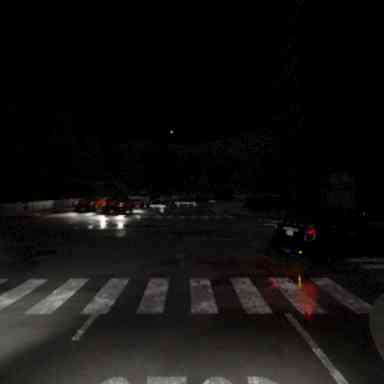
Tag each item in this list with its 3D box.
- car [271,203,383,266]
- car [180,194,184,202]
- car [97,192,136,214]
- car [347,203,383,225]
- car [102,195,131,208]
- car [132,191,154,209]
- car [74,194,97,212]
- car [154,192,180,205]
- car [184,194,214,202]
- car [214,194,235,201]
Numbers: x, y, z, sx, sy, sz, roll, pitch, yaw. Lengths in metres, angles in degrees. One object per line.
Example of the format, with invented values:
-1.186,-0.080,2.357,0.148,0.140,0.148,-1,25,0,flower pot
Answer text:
5.050,1.321,11.482,4.553,1.767,2.097,0,1,-25,car
-1.593,1.068,61.815,1.812,1.442,4.674,0,1,42,car
-6.992,1.119,31.384,2.097,1.767,4.553,0,0,1,car
13.093,1.452,22.627,4.181,1.385,1.994,0,0,0,car
-9.735,1.156,43.430,1.882,1.535,5.008,0,0,10,car
-6.645,0.918,40.967,2.150,2.045,5.566,0,0,6,car
-10.403,1.098,34.231,2.097,1.767,4.553,0,0,3,car
-4.157,1.149,50.830,1.812,1.442,4.674,0,0,25,car
1.274,1.085,59.553,1.812,1.442,4.674,0,1,41,car
6.411,1.040,68.418,5.357,1.411,2.033,0,1,-33,car
